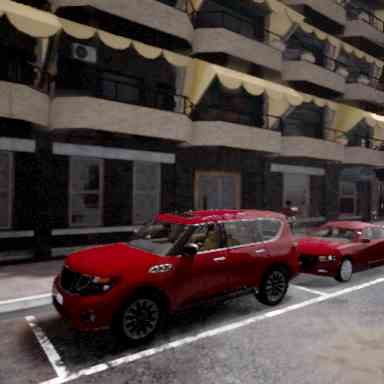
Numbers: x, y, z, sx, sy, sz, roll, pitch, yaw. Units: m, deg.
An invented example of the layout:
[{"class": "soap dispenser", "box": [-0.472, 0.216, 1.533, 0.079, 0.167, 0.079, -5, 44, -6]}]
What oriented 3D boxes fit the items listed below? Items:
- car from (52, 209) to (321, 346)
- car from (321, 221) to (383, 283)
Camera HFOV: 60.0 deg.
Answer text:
[{"class": "car", "box": [0.026, 1.324, 6.561, 5.009, 1.841, 2.192, 0, 1, -35]}, {"class": "car", "box": [4.558, 1.567, 9.799, 4.507, 1.381, 1.887, 0, 1, -35]}]
